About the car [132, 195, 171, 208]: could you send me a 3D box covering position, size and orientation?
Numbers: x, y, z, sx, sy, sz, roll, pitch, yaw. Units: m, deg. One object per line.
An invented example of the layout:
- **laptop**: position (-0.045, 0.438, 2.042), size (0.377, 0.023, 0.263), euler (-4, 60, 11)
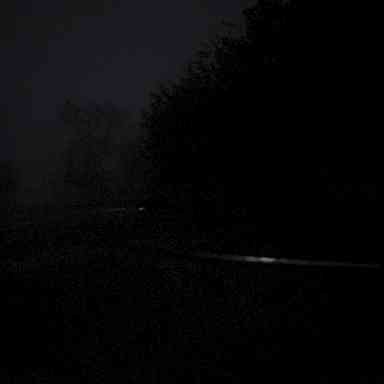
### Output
- **car**: position (-4.779, 1.036, 39.675), size (5.008, 1.535, 1.882), euler (-2, 1, -42)
